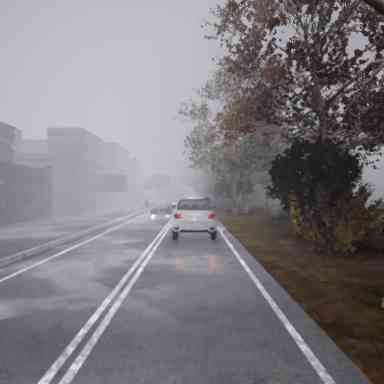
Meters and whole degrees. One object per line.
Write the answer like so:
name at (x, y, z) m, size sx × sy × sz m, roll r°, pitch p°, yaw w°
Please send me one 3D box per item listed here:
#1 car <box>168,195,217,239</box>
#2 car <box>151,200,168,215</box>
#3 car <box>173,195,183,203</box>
car at (0.114, 1.267, 17.784) m, size 2.150 × 2.045 × 5.566 m, roll 0°, pitch 0°, yaw 0°
car at (-3.299, 1.629, 35.966) m, size 1.812 × 1.442 × 4.674 m, roll 0°, pitch 0°, yaw 0°
car at (-3.136, 1.538, 76.141) m, size 2.097 × 1.767 × 4.553 m, roll 0°, pitch 0°, yaw 0°
